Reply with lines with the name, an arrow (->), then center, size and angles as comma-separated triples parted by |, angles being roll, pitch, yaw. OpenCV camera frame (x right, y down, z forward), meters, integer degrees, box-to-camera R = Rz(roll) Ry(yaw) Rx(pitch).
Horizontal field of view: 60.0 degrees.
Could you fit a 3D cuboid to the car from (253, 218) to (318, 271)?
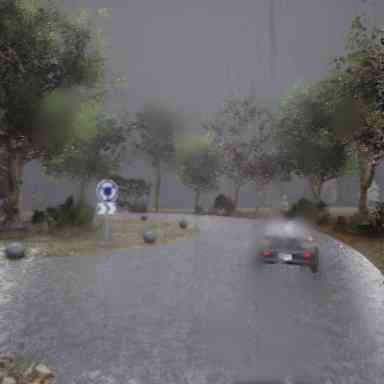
car -> 3.070, 1.588, 11.143 | 1.812, 1.442, 4.674 | 1, 0, 14
